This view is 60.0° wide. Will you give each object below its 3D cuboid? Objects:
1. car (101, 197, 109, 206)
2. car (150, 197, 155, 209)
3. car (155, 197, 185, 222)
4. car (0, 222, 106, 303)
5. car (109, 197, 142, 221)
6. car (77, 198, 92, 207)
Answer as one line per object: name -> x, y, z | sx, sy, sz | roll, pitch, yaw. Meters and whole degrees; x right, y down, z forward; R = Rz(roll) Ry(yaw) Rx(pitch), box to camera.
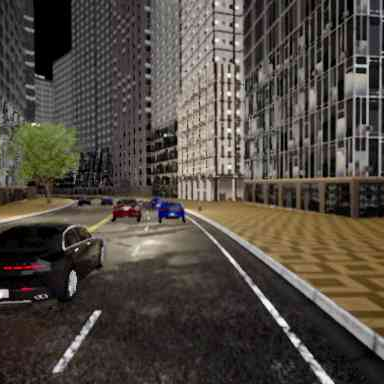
car -> -13.001, 1.477, 51.005 | 1.895, 1.301, 4.718 | -1, 0, -14
car -> -4.385, 1.359, 42.370 | 1.812, 1.442, 4.674 | -1, 0, -11
car -> -1.628, 1.372, 25.132 | 1.882, 1.535, 5.008 | 0, 0, -7
car -> -3.417, 1.490, 8.127 | 1.837, 1.490, 4.892 | 0, 0, -3
car -> -5.044, 1.268, 26.325 | 2.097, 1.767, 4.553 | -1, 0, -7
car -> -16.210, 1.513, 50.468 | 1.895, 1.301, 4.718 | -1, 0, -14
